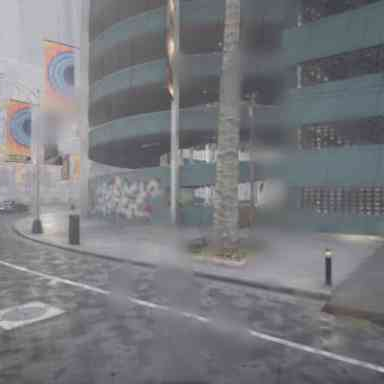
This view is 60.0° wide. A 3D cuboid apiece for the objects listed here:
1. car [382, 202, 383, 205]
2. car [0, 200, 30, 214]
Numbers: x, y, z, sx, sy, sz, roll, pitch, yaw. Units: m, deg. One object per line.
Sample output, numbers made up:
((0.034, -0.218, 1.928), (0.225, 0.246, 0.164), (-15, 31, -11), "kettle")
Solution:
((26.930, 1.582, 42.823), (4.674, 1.452, 2.002), (0, 0, 36), "car")
((-18.657, 1.558, 34.691), (1.994, 1.385, 4.181), (0, 0, -3), "car")
